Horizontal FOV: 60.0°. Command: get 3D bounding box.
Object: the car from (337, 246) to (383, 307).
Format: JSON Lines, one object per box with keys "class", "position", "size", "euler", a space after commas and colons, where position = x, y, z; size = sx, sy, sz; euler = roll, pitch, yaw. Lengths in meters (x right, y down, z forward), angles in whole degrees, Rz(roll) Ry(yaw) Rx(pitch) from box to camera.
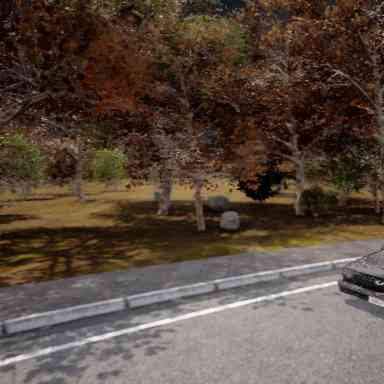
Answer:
{"class": "car", "position": [5.548, 1.475, 6.912], "size": [5.357, 1.411, 2.033], "euler": [0, 1, -27]}
